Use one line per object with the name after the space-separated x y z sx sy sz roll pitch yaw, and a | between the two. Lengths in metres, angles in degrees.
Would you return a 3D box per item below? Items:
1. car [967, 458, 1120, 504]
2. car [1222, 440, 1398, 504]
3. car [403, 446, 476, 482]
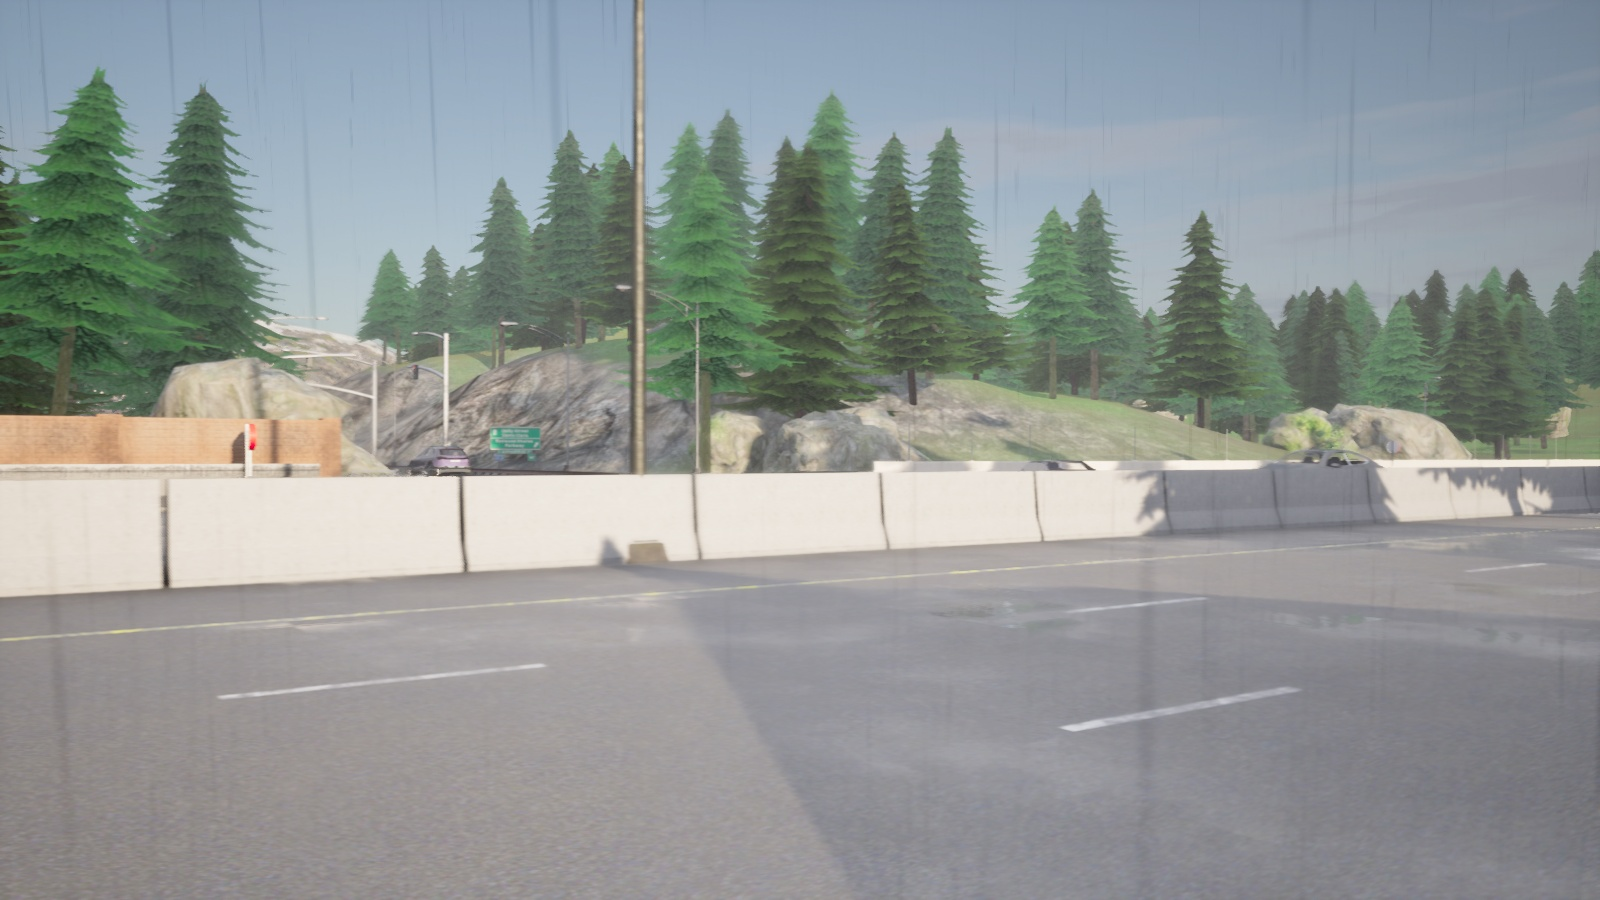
7.557 0.924 38.768 4.718 1.301 1.895 0 0 -35 | car
14.199 0.579 34.864 5.027 1.651 2.152 0 0 -35 | car
-17.727 0.667 61.603 2.033 1.649 4.856 0 0 -34 | car
